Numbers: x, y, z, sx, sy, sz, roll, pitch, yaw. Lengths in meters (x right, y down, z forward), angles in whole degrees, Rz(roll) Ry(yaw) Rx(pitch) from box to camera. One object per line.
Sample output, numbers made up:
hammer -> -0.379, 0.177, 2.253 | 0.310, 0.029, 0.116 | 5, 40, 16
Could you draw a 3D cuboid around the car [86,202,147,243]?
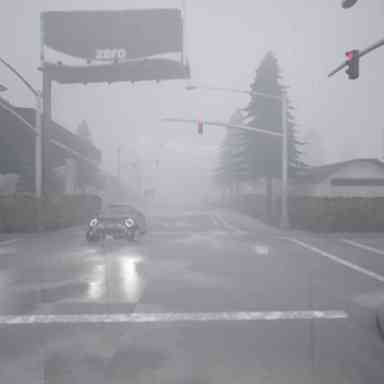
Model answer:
car -> -3.522, 1.336, 16.433 | 2.097, 1.767, 4.553 | 0, 0, 0
